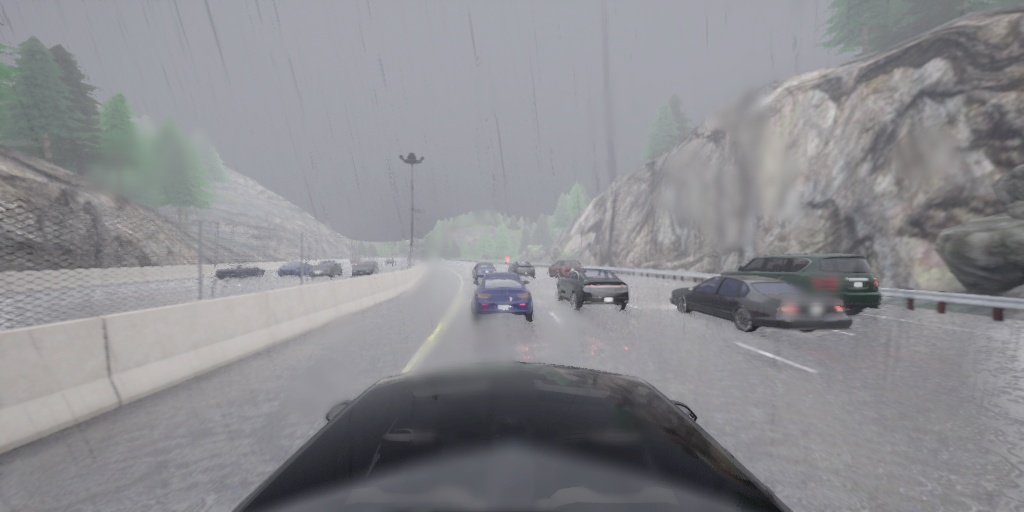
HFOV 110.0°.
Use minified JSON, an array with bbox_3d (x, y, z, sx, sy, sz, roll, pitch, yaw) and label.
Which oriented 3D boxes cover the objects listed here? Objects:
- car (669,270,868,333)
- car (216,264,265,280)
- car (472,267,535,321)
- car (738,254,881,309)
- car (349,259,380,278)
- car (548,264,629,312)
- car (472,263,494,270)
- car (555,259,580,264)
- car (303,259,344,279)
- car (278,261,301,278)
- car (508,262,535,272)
[{"bbox_3d":[6.794,1.283,10.676,2.033,1.411,5.357,0,0,-3],"label":"car"},{"bbox_3d":[-24.160,1.407,32.057,1.895,1.301,4.718,0,0,-11],"label":"car"},{"bbox_3d":[-0.354,1.277,12.340,1.812,1.442,4.674,0,0,-3],"label":"car"},{"bbox_3d":[10.126,0.950,13.355,2.150,2.045,5.566,0,0,-3],"label":"car"},{"bbox_3d":[-13.943,1.289,34.415,1.837,1.490,4.892,0,0,-11],"label":"car"},{"bbox_3d":[3.022,1.236,14.265,2.128,1.511,4.902,0,0,-4],"label":"car"},{"bbox_3d":[-2.390,1.305,30.705,2.033,1.411,5.357,0,0,-9],"label":"car"},{"bbox_3d":[4.604,1.094,30.987,2.097,1.767,4.553,0,0,-9],"label":"car"},{"bbox_3d":[-17.359,1.283,33.655,2.128,1.511,4.902,0,0,-11],"label":"car"},{"bbox_3d":[-21.338,1.278,35.609,1.882,1.535,5.008,0,0,-12],"label":"car"},{"bbox_3d":[0.812,1.242,32.568,2.128,1.511,4.902,0,0,-9],"label":"car"}]
